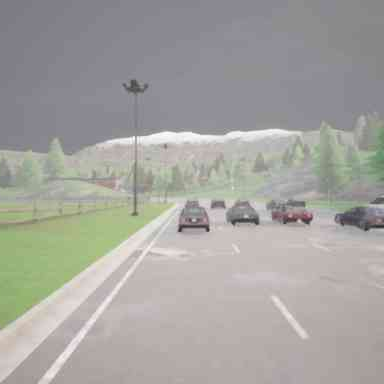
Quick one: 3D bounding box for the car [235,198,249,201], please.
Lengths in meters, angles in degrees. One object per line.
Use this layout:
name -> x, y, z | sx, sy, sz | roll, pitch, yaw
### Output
car -> 7.083, 1.558, 46.388 | 1.812, 1.442, 4.674 | 0, 0, 0

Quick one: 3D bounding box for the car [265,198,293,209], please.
car -> 10.538, 1.576, 41.455 | 2.033, 1.411, 5.357 | 0, 0, 0

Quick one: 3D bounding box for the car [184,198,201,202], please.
car -> 0.051, 1.523, 42.911 | 2.128, 1.511, 4.902 | 0, 0, 0

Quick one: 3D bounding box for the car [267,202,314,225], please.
car -> 7.117, 1.617, 24.238 | 1.895, 1.301, 4.718 | 0, 0, 0

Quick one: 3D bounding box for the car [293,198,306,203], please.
car -> 14.078, 1.509, 45.674 | 1.882, 1.535, 5.008 | 0, 0, 1

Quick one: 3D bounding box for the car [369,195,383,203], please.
car -> 14.115, 1.235, 23.427 | 2.150, 2.045, 5.566 | 0, 0, 0

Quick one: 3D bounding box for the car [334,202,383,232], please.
car -> 10.612, 1.561, 20.286 | 2.033, 1.411, 5.357 | 0, 0, 0

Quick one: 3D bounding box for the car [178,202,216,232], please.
car -> 0.114, 1.562, 20.412 | 2.033, 1.411, 5.357 | 0, 0, 0

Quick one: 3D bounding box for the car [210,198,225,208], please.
car -> 3.585, 1.510, 46.211 | 1.882, 1.535, 5.008 | 0, 0, 1

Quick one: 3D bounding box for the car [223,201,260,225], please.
car -> 3.615, 1.580, 24.233 | 1.994, 1.385, 4.181 | 0, 0, 0
